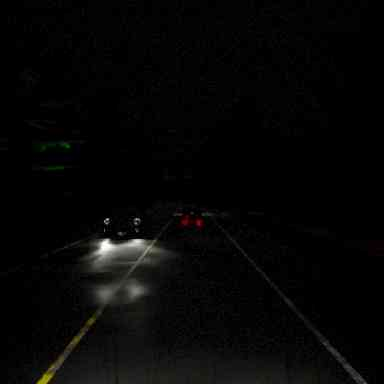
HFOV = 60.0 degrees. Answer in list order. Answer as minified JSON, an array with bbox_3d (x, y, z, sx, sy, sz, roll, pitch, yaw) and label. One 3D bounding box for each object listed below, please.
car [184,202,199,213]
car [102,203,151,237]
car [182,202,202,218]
[{"bbox_3d":[-0.065,1.992,44.399,1.895,1.301,4.718,0,0,0],"label":"car"},{"bbox_3d":[-3.592,1.521,18.955,2.097,1.767,4.553,0,0,0],"label":"car"},{"bbox_3d":[-0.014,1.823,33.714,1.812,1.442,4.674,0,0,-1],"label":"car"}]
